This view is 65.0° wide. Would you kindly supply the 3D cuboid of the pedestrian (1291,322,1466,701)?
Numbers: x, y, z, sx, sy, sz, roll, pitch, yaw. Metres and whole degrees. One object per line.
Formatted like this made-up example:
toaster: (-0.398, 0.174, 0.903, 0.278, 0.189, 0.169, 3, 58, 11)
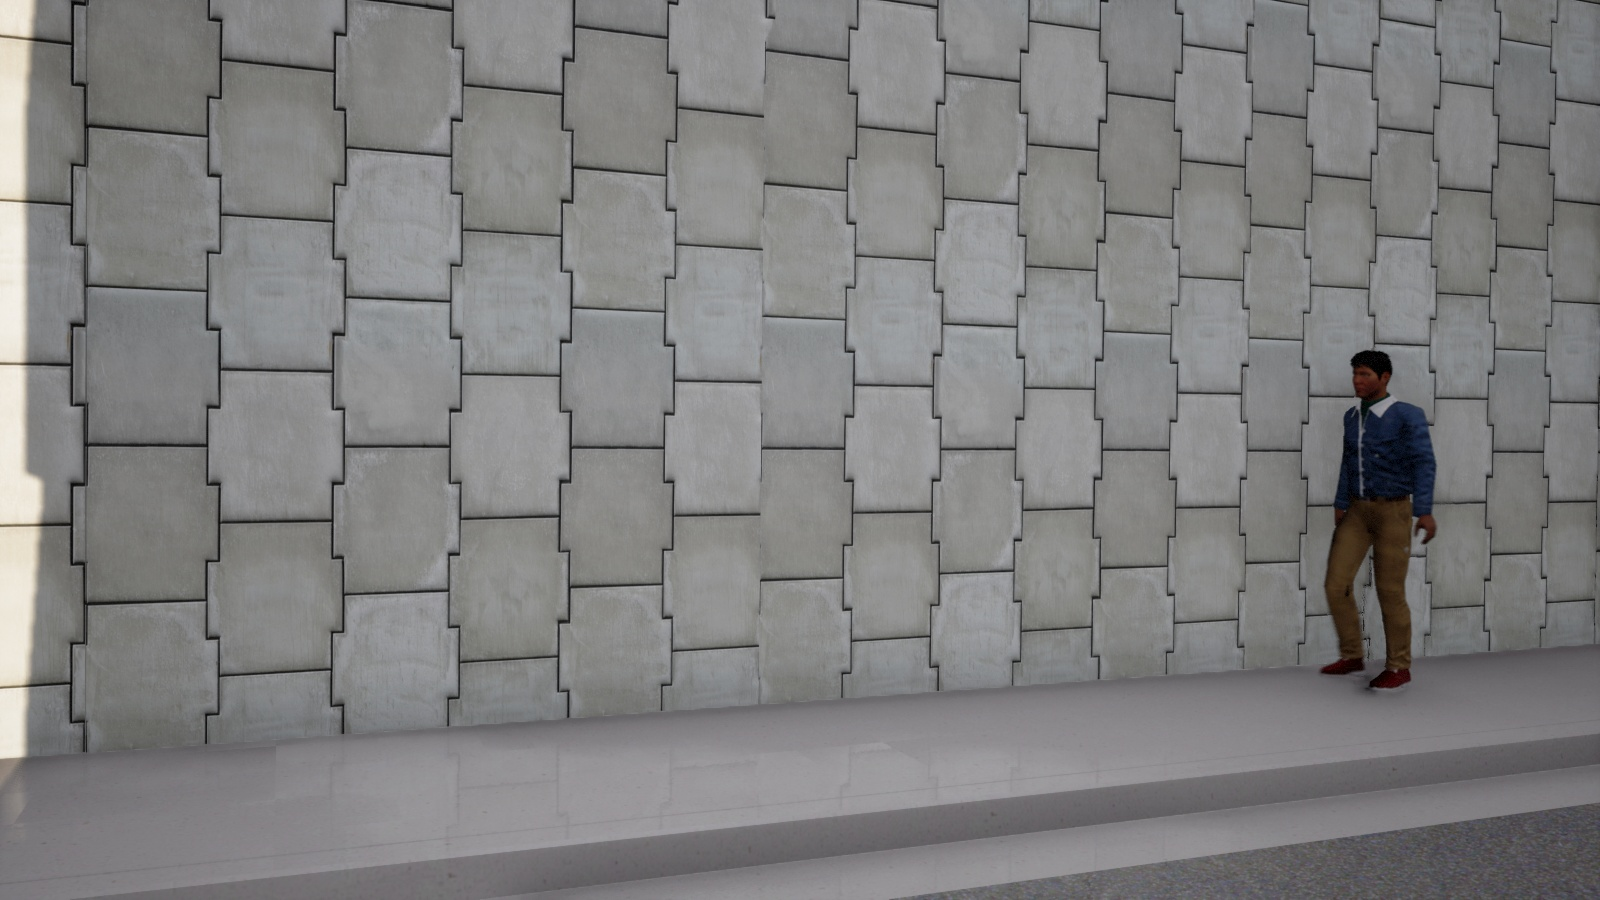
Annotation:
pedestrian: (3.123, 0.309, 6.787, 0.788, 1.949, 0.423, -1, 1, -20)
